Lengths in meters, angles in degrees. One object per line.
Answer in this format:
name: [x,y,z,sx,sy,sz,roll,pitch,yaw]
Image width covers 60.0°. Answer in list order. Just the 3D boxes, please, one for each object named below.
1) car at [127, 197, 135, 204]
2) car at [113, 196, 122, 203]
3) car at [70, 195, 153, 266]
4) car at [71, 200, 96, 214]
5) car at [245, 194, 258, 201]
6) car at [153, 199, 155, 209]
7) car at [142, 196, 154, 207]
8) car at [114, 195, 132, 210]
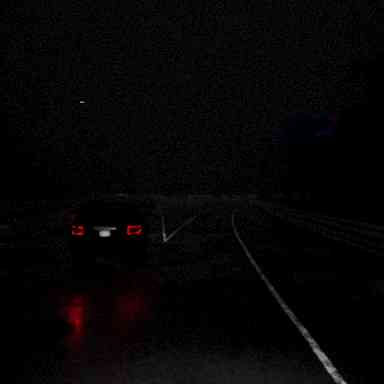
car: [-14.007,1.903,76.704,1.837,1.490,4.892,0,0,-9]
car: [-18.556,1.823,82.856,2.097,1.767,4.553,0,-1,-10]
car: [-2.664,1.249,11.861,2.150,2.045,5.566,0,0,-5]
car: [-12.170,1.659,37.672,1.812,1.442,4.674,0,-1,-6]
car: [14.809,1.450,83.917,1.812,1.442,4.674,0,0,23]
car: [-6.357,1.527,47.383,2.097,1.767,4.553,0,0,-7]
car: [-7.879,1.609,59.134,2.097,1.767,4.553,0,0,-8]
car: [-9.823,1.407,47.752,2.150,2.045,5.566,0,0,-7]
